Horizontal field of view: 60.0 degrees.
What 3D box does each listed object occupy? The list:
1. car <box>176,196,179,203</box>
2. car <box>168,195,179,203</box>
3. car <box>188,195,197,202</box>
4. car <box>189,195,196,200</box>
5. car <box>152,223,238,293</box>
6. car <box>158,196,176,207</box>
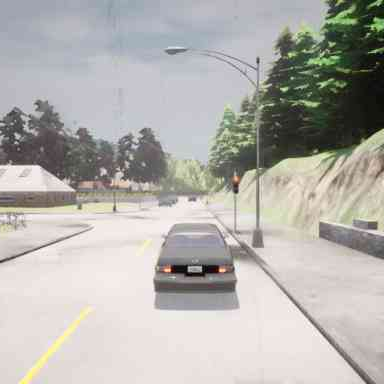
[{"bbox_3d":[-3.970,1.477,61.101,1.882,1.535,5.008,0,0,1],"label":"car"},{"bbox_3d":[-3.888,1.525,71.193,2.128,1.511,4.902,0,0,0],"label":"car"},{"bbox_3d":[0.119,1.515,75.728,2.128,1.511,4.902,0,0,0],"label":"car"},{"bbox_3d":[0.135,1.407,86.088,1.812,1.442,4.674,0,0,0],"label":"car"},{"bbox_3d":[0.073,1.547,8.975,2.033,1.411,5.357,0,0,0],"label":"car"},{"bbox_3d":[-4.015,1.563,51.098,1.994,1.385,4.181,0,0,0],"label":"car"}]
